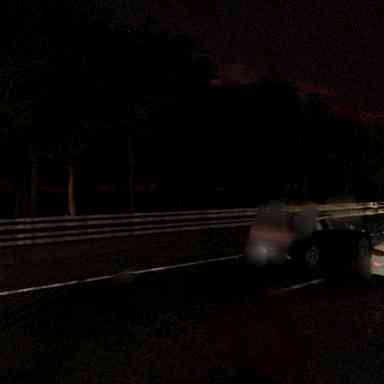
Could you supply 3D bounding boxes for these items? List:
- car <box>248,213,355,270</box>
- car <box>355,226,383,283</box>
[{"bbox_3d":[4.006,1.451,10.948,4.902,1.511,2.128,0,0,-36],"label":"car"},{"bbox_3d":[6.194,1.484,8.211,4.674,1.442,1.812,0,0,-36],"label":"car"}]
